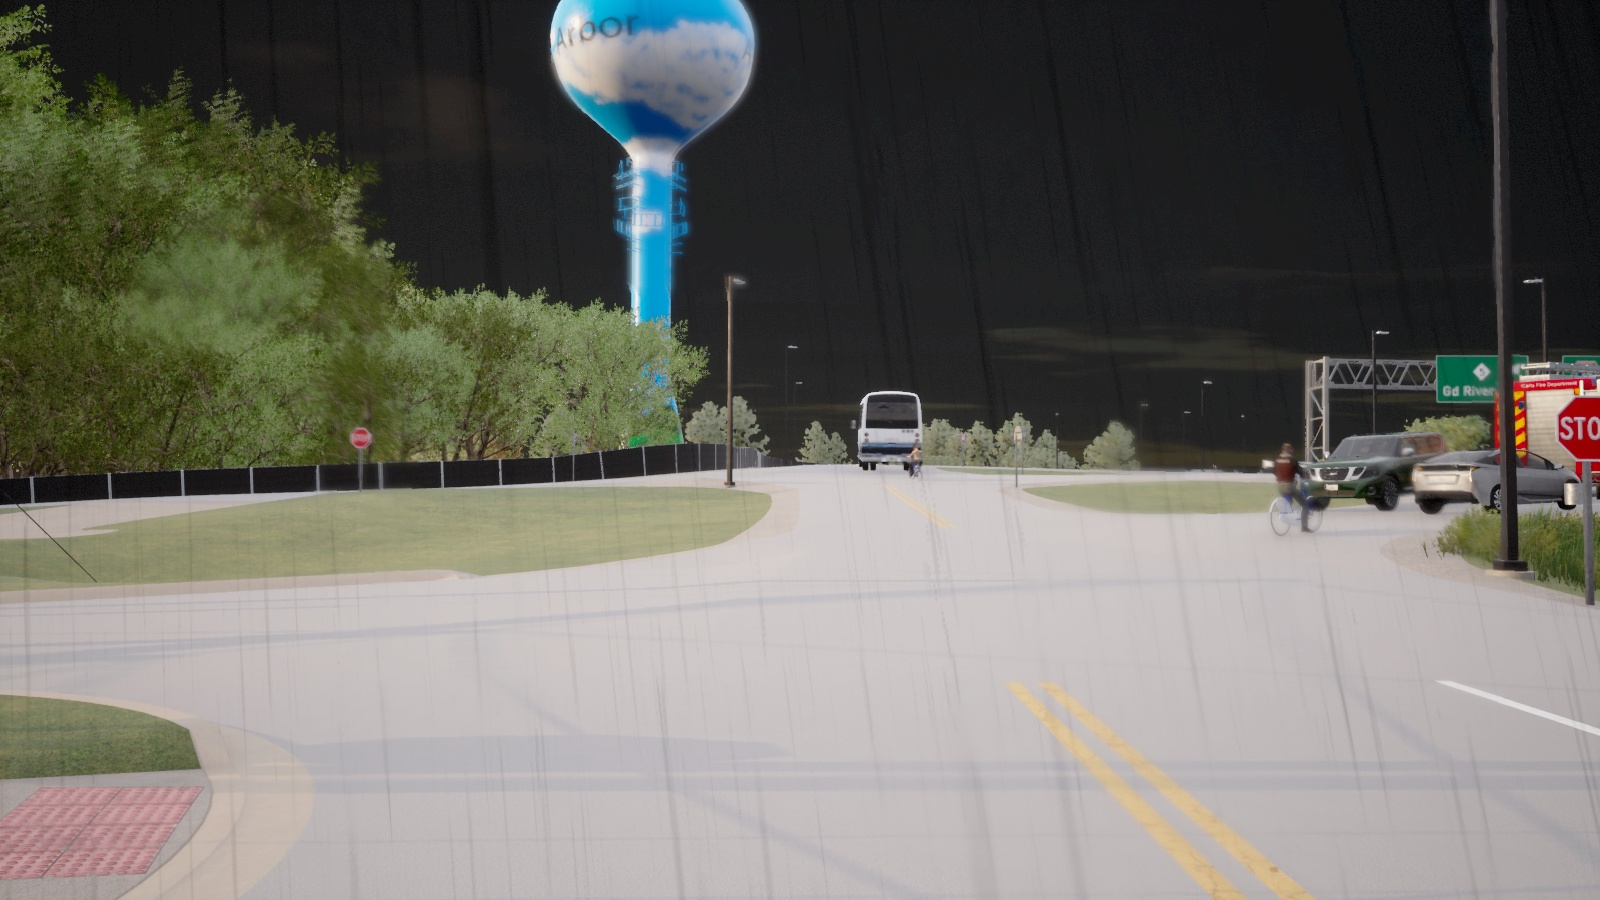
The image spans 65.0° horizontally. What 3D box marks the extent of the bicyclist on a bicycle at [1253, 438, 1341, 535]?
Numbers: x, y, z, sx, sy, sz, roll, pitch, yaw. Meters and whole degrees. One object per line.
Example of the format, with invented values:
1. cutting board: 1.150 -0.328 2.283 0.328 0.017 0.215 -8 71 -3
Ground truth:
1. bicyclist on a bicycle: 9.643 0.688 24.331 1.843 1.776 0.659 -2 -1 -38

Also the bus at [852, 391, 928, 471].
1. bus: 4.989 -1.056 71.833 3.944 4.253 10.273 0 1 2

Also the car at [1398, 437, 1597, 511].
1. car: 16.543 0.550 29.740 4.514 1.525 2.007 -2 -1 -30

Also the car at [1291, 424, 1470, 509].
1. car: 15.787 0.425 33.992 5.566 2.045 2.150 -2 -1 -40

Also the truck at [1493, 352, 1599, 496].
1. truck: 23.812 -0.750 36.868 8.468 3.827 2.891 -2 -1 -38
